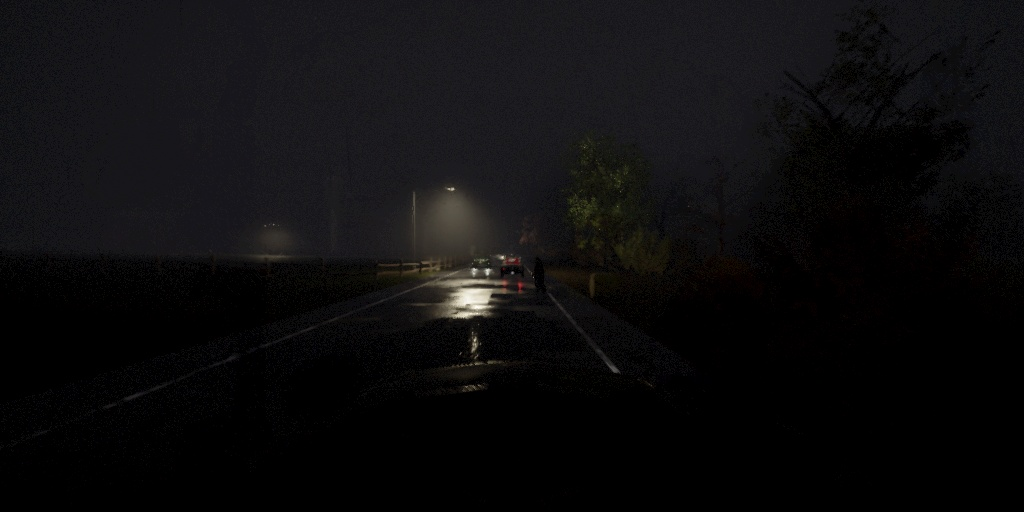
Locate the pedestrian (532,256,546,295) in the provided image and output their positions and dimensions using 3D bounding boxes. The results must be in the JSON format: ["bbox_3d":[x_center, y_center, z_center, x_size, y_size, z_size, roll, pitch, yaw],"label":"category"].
[{"bbox_3d":[1.230,0.836,16.317,0.375,1.860,0.375,-1,1,-2],"label":"pedestrian"}]

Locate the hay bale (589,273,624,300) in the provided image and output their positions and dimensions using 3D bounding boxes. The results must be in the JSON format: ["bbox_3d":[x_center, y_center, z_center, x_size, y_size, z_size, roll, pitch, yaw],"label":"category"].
[{"bbox_3d":[3.997,1.212,15.306,1.220,1.180,1.240,0,0,0],"label":"hay bale"}]

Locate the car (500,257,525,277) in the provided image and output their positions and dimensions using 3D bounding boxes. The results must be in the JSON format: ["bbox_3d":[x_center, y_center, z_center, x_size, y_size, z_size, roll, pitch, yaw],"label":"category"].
[{"bbox_3d":[0.042,0.962,29.011,1.895,1.301,4.718,0,1,0],"label":"car"}]

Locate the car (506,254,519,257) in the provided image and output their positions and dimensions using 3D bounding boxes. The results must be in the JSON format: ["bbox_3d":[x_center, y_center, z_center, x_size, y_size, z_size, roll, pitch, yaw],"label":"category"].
[{"bbox_3d":[0.051,0.506,43.459,2.097,1.767,4.553,0,1,0],"label":"car"}]

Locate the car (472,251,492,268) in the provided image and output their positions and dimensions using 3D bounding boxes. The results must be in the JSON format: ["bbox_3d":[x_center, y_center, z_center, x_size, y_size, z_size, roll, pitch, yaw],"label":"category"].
[{"bbox_3d":[-3.582,0.372,43.675,2.150,2.045,5.566,0,1,0],"label":"car"}]
